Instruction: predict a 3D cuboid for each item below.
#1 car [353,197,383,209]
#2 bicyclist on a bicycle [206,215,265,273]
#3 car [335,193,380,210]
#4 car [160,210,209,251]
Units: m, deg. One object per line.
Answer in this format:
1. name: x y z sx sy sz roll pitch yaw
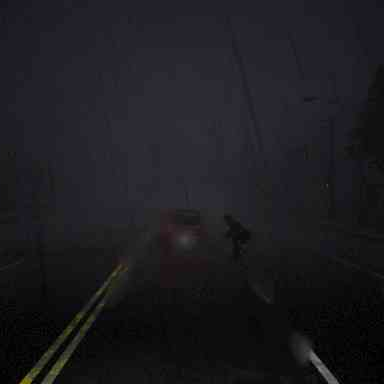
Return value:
1. car: 21.902 1.545 38.869 4.718 1.301 1.895 0 0 -2
2. bicyclist on a bicycle: 1.184 1.455 9.235 1.656 1.620 0.582 -2 0 -2
3. car: 21.115 1.166 42.344 5.566 2.045 2.150 0 0 -2
4. car: -0.325 1.491 14.102 2.128 1.511 4.902 0 0 -2
